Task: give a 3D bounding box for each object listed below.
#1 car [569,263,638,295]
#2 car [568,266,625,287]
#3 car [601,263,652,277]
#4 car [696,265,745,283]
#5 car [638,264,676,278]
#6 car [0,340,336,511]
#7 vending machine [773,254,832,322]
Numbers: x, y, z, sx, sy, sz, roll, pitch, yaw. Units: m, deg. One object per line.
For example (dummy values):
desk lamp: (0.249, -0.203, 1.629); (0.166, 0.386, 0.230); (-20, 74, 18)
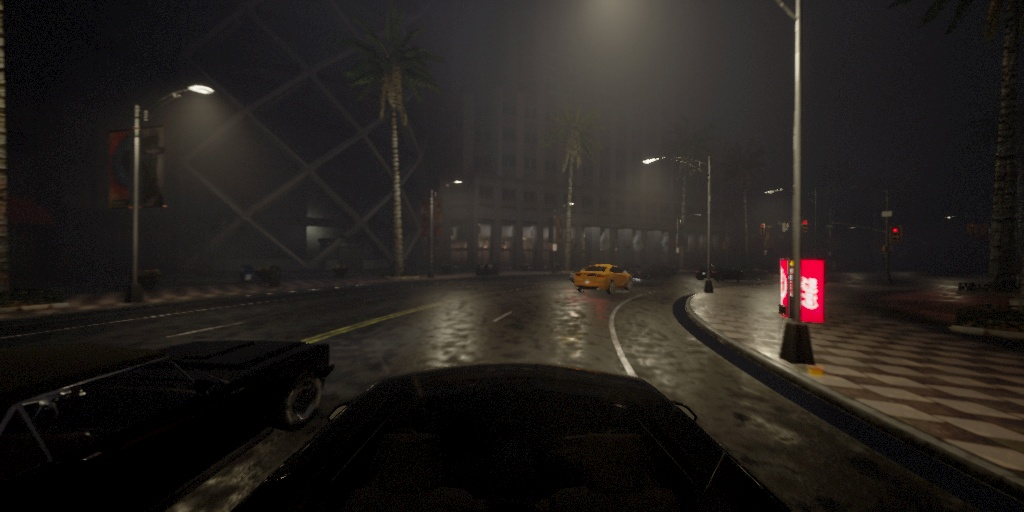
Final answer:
car: (5.373, 1.235, 20.666); (1.882, 1.535, 5.008); (0, 0, 36)
car: (6.290, 1.460, 26.316); (1.895, 1.301, 4.718); (0, 0, 43)
car: (12.705, 1.495, 39.736); (5.357, 1.411, 2.033); (1, 0, -26)
car: (17.958, 1.451, 30.874); (4.181, 1.385, 1.994); (1, 0, -24)
car: (14.283, 1.504, 36.618); (5.357, 1.411, 2.033); (1, 0, -25)
car: (-3.304, 1.321, 2.604); (1.895, 1.301, 4.718); (1, 0, 2)
vending machine: (9.009, 1.051, 11.176); (1.100, 2.100, 0.880); (0, 0, 20)
